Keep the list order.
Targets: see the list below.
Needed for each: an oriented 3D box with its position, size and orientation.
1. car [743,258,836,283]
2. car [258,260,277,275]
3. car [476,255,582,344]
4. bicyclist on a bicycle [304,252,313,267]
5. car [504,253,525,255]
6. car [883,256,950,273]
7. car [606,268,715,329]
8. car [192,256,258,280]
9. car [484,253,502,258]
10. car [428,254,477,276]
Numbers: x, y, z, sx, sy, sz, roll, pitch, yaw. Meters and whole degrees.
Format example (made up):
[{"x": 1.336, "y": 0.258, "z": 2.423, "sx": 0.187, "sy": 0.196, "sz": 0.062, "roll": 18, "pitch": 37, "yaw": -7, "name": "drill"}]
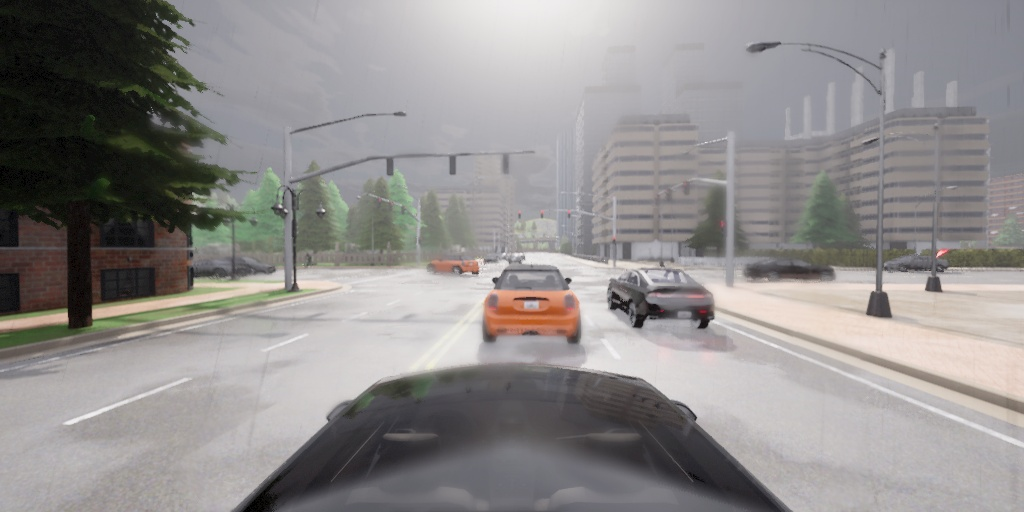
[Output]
[{"x": 17.526, "y": 0.869, "z": 22.744, "sx": 5.008, "sy": 1.535, "sz": 1.882, "roll": 0, "pitch": 1, "yaw": 4, "name": "car"}, {"x": -21.695, "y": 0.810, "z": 28.983, "sx": 4.892, "sy": 1.490, "sz": 1.837, "roll": 1, "pitch": 1, "yaw": 4, "name": "car"}, {"x": 0.518, "y": 0.975, "z": 9.377, "sx": 2.097, "sy": 1.767, "sz": 4.553, "roll": 0, "pitch": 1, "yaw": 3, "name": "car"}, {"x": -22.757, "y": 0.428, "z": 40.059, "sx": 0.582, "sy": 1.620, "sz": 1.656, "roll": 0, "pitch": 1, "yaw": 4, "name": "bicyclist on a bicycle"}, {"x": 0.435, "y": 0.377, "z": 53.848, "sx": 2.128, "sy": 1.511, "sz": 4.902, "roll": 0, "pitch": 1, "yaw": 4, "name": "car"}, {"x": 35.753, "y": 0.718, "z": 32.049, "sx": 4.902, "sy": 1.511, "sz": 2.128, "roll": 0, "pitch": 1, "yaw": 4, "name": "car"}, {"x": 4.093, "y": 1.091, "z": 10.607, "sx": 2.128, "sy": 1.511, "sz": 4.902, "roll": 0, "pitch": 1, "yaw": 4, "name": "car"}, {"x": -20.951, "y": 0.932, "z": 25.421, "sx": 4.181, "sy": 1.385, "sz": 1.994, "roll": 0, "pitch": 1, "yaw": 4, "name": "car"}, {"x": -3.048, "y": 0.386, "z": 54.193, "sx": 1.837, "sy": 1.490, "sz": 4.892, "roll": 0, "pitch": 1, "yaw": 4, "name": "car"}, {"x": -4.869, "y": 0.646, "z": 29.386, "sx": 4.553, "sy": 1.767, "sz": 2.097, "roll": 1, "pitch": 1, "yaw": 39, "name": "car"}]
